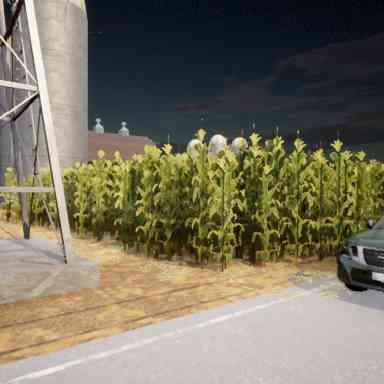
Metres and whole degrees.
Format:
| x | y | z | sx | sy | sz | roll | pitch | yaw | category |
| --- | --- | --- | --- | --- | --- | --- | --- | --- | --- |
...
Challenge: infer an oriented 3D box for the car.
| x | y | z | sx | sy | sz | roll | pitch | yaw | category |
| --- | --- | --- | --- | --- | --- | --- | --- | --- | --- |
| 5.753 | 1.216 | 7.914 | 5.566 | 2.045 | 2.150 | -1 | 1 | -37 | car |
